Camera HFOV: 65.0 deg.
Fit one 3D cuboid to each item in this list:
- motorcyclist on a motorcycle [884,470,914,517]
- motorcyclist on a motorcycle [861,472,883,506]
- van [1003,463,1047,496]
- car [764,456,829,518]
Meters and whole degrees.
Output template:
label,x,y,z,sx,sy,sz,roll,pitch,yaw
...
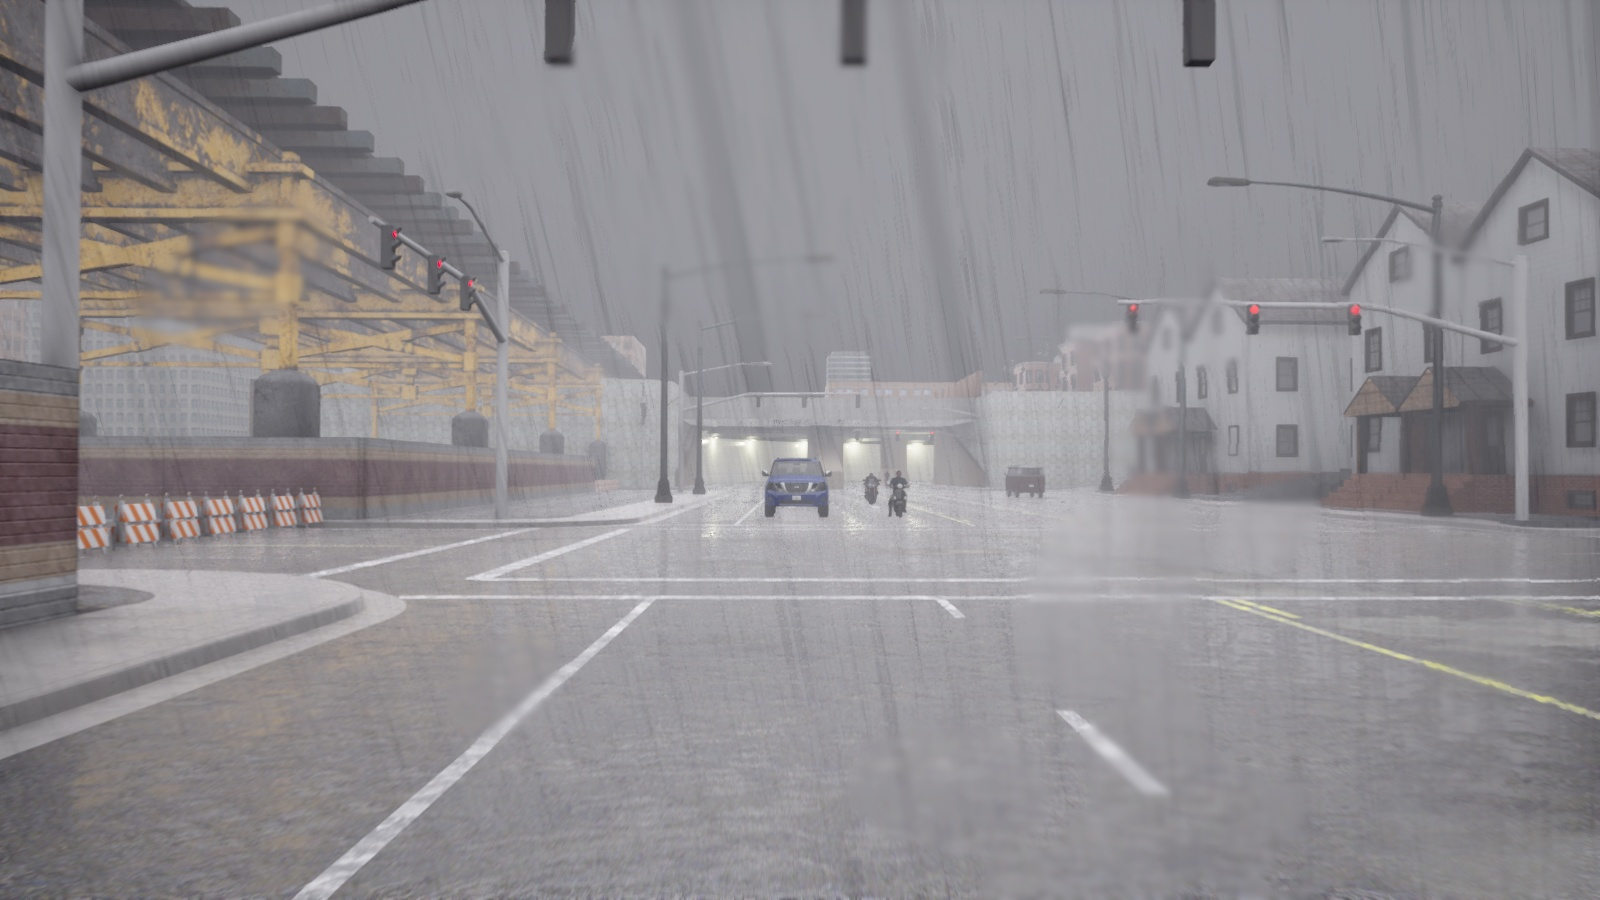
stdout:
label,x,y,z,sx,sy,sz,roll,pitch,yaw
motorcyclist on a motorcycle,3.403,1.478,43.248,0.866,1.590,1.817,0,-1,0
motorcyclist on a motorcycle,3.365,1.824,58.984,0.866,1.530,2.191,0,-1,0
van,13.852,1.810,77.525,1.775,1.987,4.442,0,-1,-1
car,-0.101,1.278,44.438,2.150,2.045,5.566,0,-1,0
